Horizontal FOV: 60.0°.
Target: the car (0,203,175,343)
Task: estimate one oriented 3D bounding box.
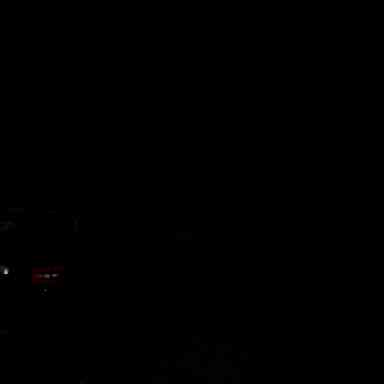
[{"bbox_3d":[-1.889,1.254,6.787,2.435,2.045,5.566,0,-1,15],"label":"car"}]

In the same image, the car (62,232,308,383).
[{"bbox_3d":[0.550,1.521,4.981,2.163,1.488,4.792,0,-1,15],"label":"car"}]

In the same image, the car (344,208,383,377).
[{"bbox_3d":[3.001,1.228,3.240,2.435,2.045,5.566,0,-1,16],"label":"car"}]
